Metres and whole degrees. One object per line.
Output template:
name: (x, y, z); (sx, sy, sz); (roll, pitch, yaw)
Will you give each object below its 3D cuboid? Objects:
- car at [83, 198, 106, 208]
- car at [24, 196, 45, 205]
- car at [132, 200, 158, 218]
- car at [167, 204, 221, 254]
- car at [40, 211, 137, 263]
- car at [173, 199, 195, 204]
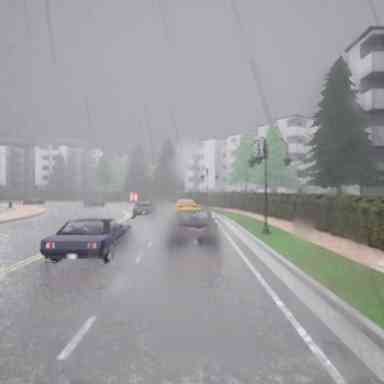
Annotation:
car: (-13.000, 1.445, 44.204); (1.895, 1.301, 4.718); (0, 0, -31)
car: (-25.264, 1.377, 53.350); (4.181, 1.385, 1.994); (0, 0, 41)
car: (-3.995, 1.392, 28.234); (2.128, 1.511, 4.902); (0, 0, -6)
car: (0.077, 1.445, 13.208); (2.128, 1.511, 4.902); (0, 0, 0)
car: (-3.432, 1.559, 11.797); (1.895, 1.301, 4.718); (0, 0, 0)
car: (-0.658, 1.372, 29.738); (1.882, 1.535, 5.008); (0, 0, -7)
